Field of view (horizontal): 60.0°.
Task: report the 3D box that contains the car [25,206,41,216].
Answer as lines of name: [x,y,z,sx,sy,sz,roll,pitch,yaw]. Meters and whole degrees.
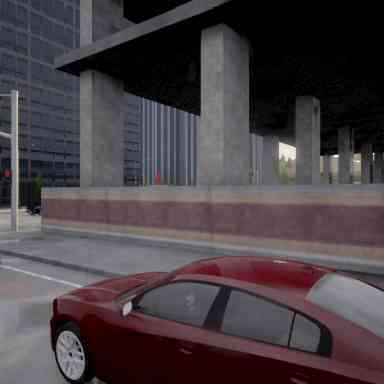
car: [-14.129,1.656,33.535,1.895,1.301,4.718,0,0,36]

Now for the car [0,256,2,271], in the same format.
car: [-6.923,1.564,8.871,4.181,1.385,1.994,0,0,36]

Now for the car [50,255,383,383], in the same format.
car: [0.425,1.478,3.686,5.008,1.535,1.882,0,0,35]
